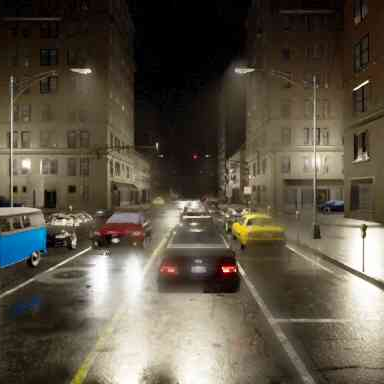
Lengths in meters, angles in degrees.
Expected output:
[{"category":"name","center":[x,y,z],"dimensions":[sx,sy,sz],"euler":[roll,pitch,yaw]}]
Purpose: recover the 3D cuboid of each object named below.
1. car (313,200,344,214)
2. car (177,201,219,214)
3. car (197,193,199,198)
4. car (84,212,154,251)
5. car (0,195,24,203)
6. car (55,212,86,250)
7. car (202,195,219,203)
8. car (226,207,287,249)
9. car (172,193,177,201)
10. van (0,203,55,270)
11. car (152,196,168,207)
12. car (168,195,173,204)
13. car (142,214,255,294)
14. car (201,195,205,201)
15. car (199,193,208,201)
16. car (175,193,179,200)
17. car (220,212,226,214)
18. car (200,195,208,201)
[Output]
[{"category":"car","center":[14.651,1.475,34.083],"dimensions":[4.181,1.385,1.994],"euler":[0,0,0]},{"category":"car","center":[0.187,1.492,19.390],"dimensions":[2.128,1.511,4.902],"euler":[0,0,-2]},{"category":"car","center":[2.959,1.309,80.457],"dimensions":[2.192,1.841,5.009],"euler":[0,0,0]},{"category":"car","center":[-2.756,1.564,14.038],"dimensions":[1.994,1.385,4.181],"euler":[0,0,1]},{"category":"car","center":[-18.276,1.317,31.214],"dimensions":[5.566,2.045,2.150],"euler":[0,0,0]},{"category":"car","center":[-5.336,1.551,14.116],"dimensions":[2.008,1.369,4.403],"euler":[0,0,0]},{"category":"car","center":[2.822,1.551,46.367],"dimensions":[2.008,1.369,4.403],"euler":[0,0,0]},{"category":"car","center":[2.699,1.525,14.255],"dimensions":[1.752,1.417,4.829],"euler":[0,0,0]},{"category":"car","center":[-5.089,1.546,74.804],"dimensions":[2.008,1.369,4.403],"euler":[0,0,0]},{"category":"van","center":[-5.359,1.341,8.710],"dimensions":[1.690,1.788,3.998],"euler":[0,0,0]},{"category":"car","center":[-5.181,1.525,51.909],"dimensions":[1.752,1.417,4.829],"euler":[0,0,0]},{"category":"car","center":[-5.134,1.564,63.442],"dimensions":[1.947,1.339,4.313],"euler":[0,0,0]},{"category":"car","center":[0.133,1.547,8.943],"dimensions":[2.033,1.411,5.357],"euler":[0,0,0]},{"category":"car","center":[2.845,1.582,52.048],"dimensions":[1.802,1.307,4.206],"euler":[0,0,0]},{"category":"car","center":[2.913,1.437,69.094],"dimensions":[1.967,1.590,4.097],"euler":[0,0,0]},{"category":"car","center":[-5.043,1.432,86.166],"dimensions":[1.967,1.590,4.097],"euler":[0,0,0]},{"category":"car","center":[2.715,1.551,19.491],"dimensions":[2.008,1.369,4.403],"euler":[0,0,0]},{"category":"car","center":[2.982,1.558,86.139],"dimensions":[1.947,1.339,4.313],"euler":[0,0,0]}]
